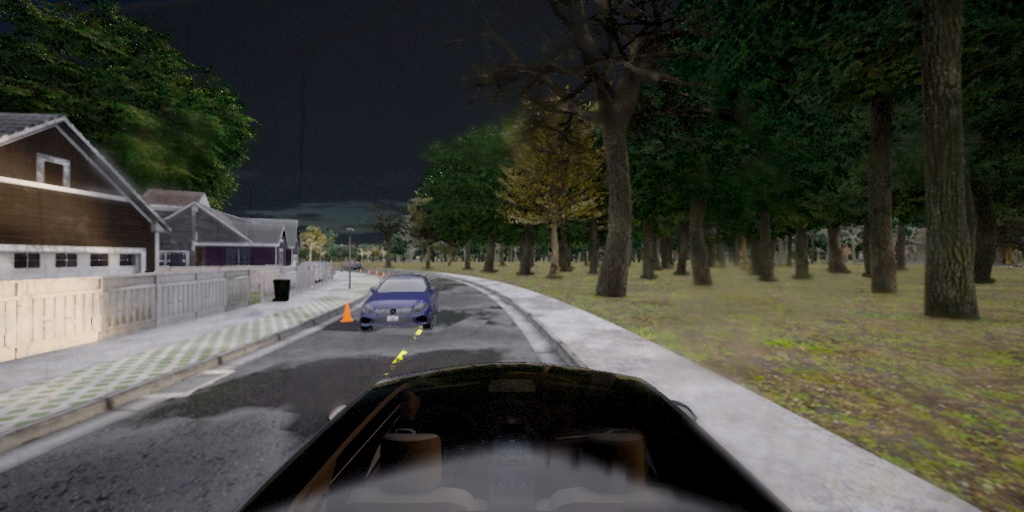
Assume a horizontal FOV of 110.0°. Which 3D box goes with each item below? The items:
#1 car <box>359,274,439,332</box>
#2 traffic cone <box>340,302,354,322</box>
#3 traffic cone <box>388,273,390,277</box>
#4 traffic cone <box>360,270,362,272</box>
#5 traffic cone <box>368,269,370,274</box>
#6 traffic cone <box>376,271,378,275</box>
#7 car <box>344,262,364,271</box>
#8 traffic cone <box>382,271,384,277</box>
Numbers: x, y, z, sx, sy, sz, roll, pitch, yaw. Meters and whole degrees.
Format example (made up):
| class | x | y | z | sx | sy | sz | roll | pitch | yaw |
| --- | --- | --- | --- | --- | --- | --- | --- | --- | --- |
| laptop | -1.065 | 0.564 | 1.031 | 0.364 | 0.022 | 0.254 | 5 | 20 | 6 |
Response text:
| class | x | y | z | sx | sy | sz | roll | pitch | yaw |
| --- | --- | --- | --- | --- | --- | --- | --- | --- | --- |
| car | -3.334 | 1.326 | 11.329 | 1.812 | 1.442 | 4.674 | 0 | 0 | -8 |
| traffic cone | -5.218 | 1.757 | 11.338 | 0.340 | 0.580 | 0.340 | 0 | 0 | -8 |
| traffic cone | -10.064 | 1.886 | 30.142 | 0.340 | 0.580 | 0.340 | 0 | 0 | -21 |
| traffic cone | -21.664 | 2.056 | 51.432 | 0.340 | 0.580 | 0.340 | 0 | 0 | -36 |
| traffic cone | -18.884 | 2.020 | 47.442 | 0.340 | 0.580 | 0.340 | 0 | 0 | -33 |
| traffic cone | -16.327 | 1.985 | 43.304 | 0.340 | 0.580 | 0.340 | 0 | 0 | -30 |
| car | -26.236 | 1.740 | 59.625 | 4.181 | 1.385 | 1.994 | -1 | -1 | 43 |
| traffic cone | -14.000 | 1.951 | 39.033 | 0.340 | 0.580 | 0.340 | 0 | 0 | -27 |
